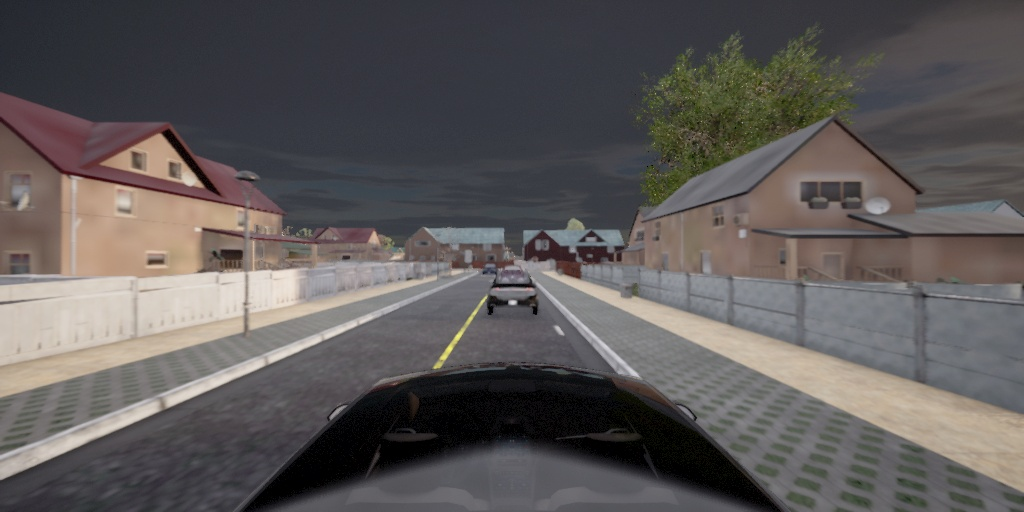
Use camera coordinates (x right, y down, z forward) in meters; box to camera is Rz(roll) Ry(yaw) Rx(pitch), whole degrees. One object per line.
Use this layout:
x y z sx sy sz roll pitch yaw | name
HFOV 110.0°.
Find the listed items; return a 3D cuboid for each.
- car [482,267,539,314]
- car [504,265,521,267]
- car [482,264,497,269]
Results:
0.045 1.350 14.275 2.128 1.511 4.902 0 0 0 | car
0.057 1.475 30.446 1.882 1.535 5.008 0 0 0 | car
-2.769 1.681 46.240 2.033 1.411 5.357 0 -1 1 | car
